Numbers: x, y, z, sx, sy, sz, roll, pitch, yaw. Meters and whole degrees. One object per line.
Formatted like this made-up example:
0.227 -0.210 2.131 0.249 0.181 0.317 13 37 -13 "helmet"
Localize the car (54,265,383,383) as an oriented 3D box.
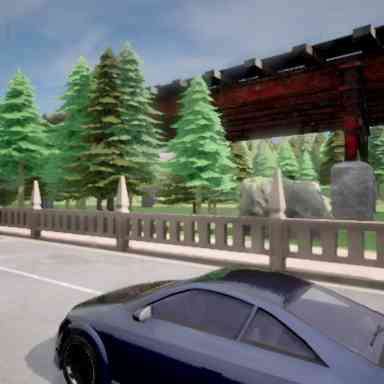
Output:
0.341 1.577 3.747 4.181 1.385 1.994 0 0 35 "car"
